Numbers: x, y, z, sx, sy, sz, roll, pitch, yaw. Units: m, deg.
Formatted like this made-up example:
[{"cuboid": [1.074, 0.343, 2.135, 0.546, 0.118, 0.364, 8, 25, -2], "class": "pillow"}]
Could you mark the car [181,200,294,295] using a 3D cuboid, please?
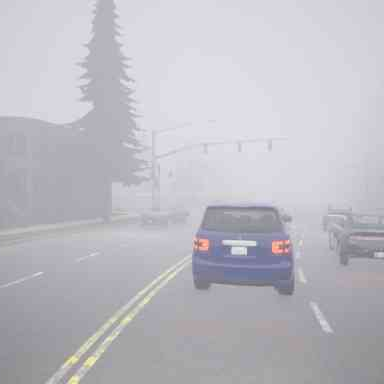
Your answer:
[{"cuboid": [1.489, 1.220, 8.990, 2.150, 2.045, 5.566, 0, 0, 13], "class": "car"}]

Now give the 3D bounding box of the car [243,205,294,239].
[{"cuboid": [4.473, 1.545, 18.726, 2.033, 1.411, 5.357, 0, 0, 21], "class": "car"}]

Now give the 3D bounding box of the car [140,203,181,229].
[{"cuboid": [-1.675, 1.513, 22.343, 1.882, 1.535, 5.008, 0, 0, 20], "class": "car"}]

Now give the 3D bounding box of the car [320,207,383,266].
[{"cuboid": [5.800, 1.490, 11.303, 2.128, 1.511, 4.902, 0, 0, 17], "class": "car"}]

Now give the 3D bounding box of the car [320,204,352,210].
[{"cuboid": [8.863, 1.489, 20.112, 2.128, 1.511, 4.902, 0, 0, 20], "class": "car"}]
